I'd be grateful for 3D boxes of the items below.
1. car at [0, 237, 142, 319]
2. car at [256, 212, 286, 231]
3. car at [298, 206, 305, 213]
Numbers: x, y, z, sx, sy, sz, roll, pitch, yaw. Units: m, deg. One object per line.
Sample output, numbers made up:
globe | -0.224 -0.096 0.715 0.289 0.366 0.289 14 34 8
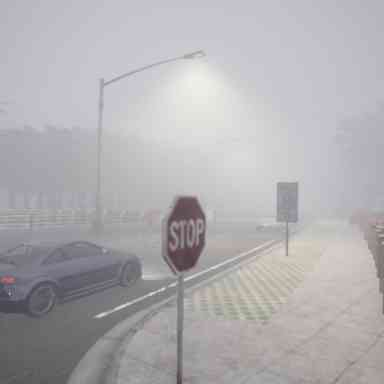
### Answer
car | -3.081 1.819 8.178 1.994 1.385 4.181 0 -2 28
car | 6.708 2.444 28.035 1.812 1.442 4.674 1 -2 25
car | 25.652 4.097 78.622 2.033 1.411 5.357 1 -2 16
